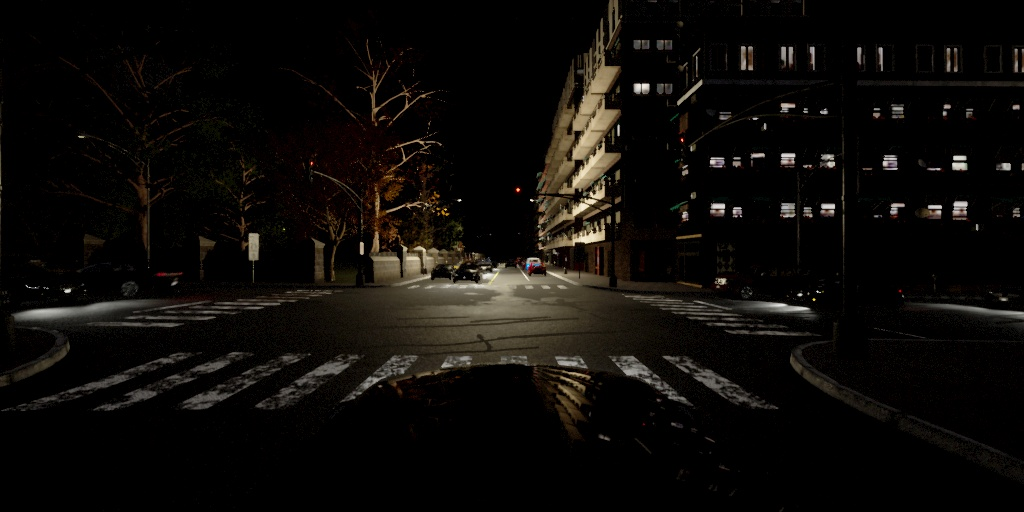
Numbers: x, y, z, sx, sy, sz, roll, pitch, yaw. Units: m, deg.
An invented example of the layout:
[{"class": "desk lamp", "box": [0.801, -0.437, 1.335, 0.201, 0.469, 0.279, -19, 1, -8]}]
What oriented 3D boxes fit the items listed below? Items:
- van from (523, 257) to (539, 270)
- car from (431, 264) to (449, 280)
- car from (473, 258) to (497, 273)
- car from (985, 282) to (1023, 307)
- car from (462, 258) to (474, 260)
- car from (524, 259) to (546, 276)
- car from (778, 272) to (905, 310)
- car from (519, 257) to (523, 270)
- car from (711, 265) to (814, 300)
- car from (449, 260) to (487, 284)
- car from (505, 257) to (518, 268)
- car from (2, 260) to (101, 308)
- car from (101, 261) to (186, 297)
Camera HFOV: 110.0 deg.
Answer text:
[{"class": "van", "box": [2.503, 1.115, 42.492, 1.690, 1.789, 3.998, 0, 0, 0]}, {"class": "car", "box": [-5.825, 1.330, 31.192, 1.948, 1.339, 4.313, 0, 0, 0]}, {"class": "car", "box": [-3.292, 1.268, 43.864, 2.128, 1.511, 4.902, 0, 0, 0]}, {"class": "car", "box": [24.952, 1.764, 16.523, 4.674, 1.442, 1.812, 1, 0, -1]}, {"class": "car", "box": [-5.876, 1.300, 42.283, 1.751, 1.417, 4.829, 0, 0, 0]}, {"class": "car", "box": [2.529, 1.314, 36.861, 1.888, 1.381, 4.507, 0, 0, 0]}, {"class": "car", "box": [15.115, 1.623, 16.377, 4.181, 1.385, 1.994, 1, 0, -1]}, {"class": "car", "box": [2.450, 1.229, 53.752, 1.967, 1.591, 4.097, 0, 0, 0]}, {"class": "car", "box": [13.372, 1.353, 18.941, 5.009, 1.841, 2.192, 0, 0, -1]}, {"class": "car", "box": [-3.274, 1.266, 27.582, 1.837, 1.490, 4.892, 0, 0, 2]}, {"class": "car", "box": [-0.181, 1.366, 61.557, 1.994, 1.385, 4.181, 0, 0, 0]}, {"class": "car", "box": [-18.207, 0.954, 12.704, 4.892, 1.490, 1.837, 1, 0, -1]}, {"class": "car", "box": [-17.429, 0.968, 15.907, 4.902, 1.511, 2.128, 1, 0, -1]}]
